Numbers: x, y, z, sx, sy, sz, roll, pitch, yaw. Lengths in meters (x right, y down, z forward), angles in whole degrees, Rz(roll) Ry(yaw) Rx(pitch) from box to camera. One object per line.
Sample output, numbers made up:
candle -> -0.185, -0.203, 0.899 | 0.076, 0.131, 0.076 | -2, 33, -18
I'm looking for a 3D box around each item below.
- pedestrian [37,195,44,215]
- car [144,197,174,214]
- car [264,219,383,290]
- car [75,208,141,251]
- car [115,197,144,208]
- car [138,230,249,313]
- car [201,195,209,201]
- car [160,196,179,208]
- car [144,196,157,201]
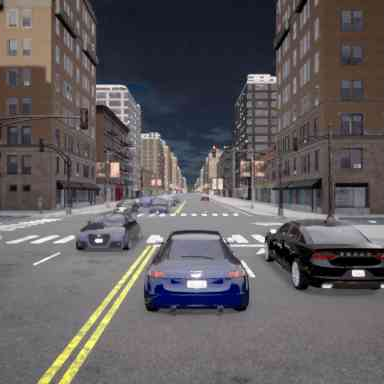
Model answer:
pedestrian -> -14.166, 1.170, 31.071 | 0.375, 1.860, 0.375 | 0, 0, 0
car -> -3.378, 1.547, 35.058 | 2.033, 1.411, 5.357 | 0, 0, 0
car -> 3.331, 1.478, 9.137 | 1.882, 1.535, 5.008 | 0, 0, 0
car -> -3.359, 1.565, 13.984 | 1.994, 1.385, 4.181 | 0, 0, 0
car -> -6.626, 1.491, 34.146 | 2.128, 1.511, 4.902 | 0, 0, 0
car -> 0.082, 1.564, 7.759 | 1.994, 1.385, 4.181 | 0, 0, 0
car -> 3.187, 1.464, 80.561 | 1.882, 1.535, 5.008 | 0, 0, 0
car -> -3.383, 1.522, 49.387 | 1.812, 1.442, 4.674 | 0, 0, 0
car -> -6.633, 1.474, 48.293 | 1.882, 1.535, 5.008 | 0, 0, 0
